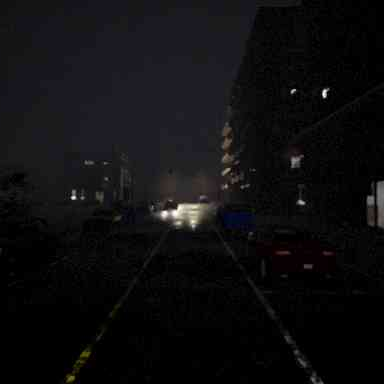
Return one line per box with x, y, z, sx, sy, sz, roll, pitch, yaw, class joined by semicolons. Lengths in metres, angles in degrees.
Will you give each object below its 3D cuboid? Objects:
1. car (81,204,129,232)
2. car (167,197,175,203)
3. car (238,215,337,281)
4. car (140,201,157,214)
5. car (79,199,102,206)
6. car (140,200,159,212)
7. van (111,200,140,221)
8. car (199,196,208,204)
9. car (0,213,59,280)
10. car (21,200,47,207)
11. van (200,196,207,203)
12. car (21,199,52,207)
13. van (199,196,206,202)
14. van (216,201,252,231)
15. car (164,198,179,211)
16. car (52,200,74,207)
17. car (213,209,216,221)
-5.614;1.699;21.265;1.887;1.381;4.507;1;0;0;car
-5.546;2.103;87.492;1.887;1.381;4.507;1;0;0;car
2.716;1.619;9.994;1.887;1.381;4.507;1;0;0;car
-5.587;1.707;38.203;1.967;1.590;4.097;1;0;0;car
-19.620;2.129;64.182;4.403;1.369;2.008;0;-1;1;car
-5.580;1.848;43.848;1.887;1.381;4.507;1;0;0;car
-5.603;1.533;26.912;1.690;1.788;3.998;1;0;0;van
2.818;2.047;76.355;2.008;1.369;4.403;1;0;0;car
-5.630;1.515;9.975;1.967;1.590;4.097;1;0;0;car
-30.581;2.214;64.348;4.206;1.307;1.802;0;-1;1;car
2.829;1.868;81.935;1.690;1.788;3.998;1;0;0;van
-26.292;1.870;55.647;4.097;1.590;1.967;0;-1;1;car
2.846;1.929;93.098;1.690;1.788;3.998;1;0;0;van
2.737;1.495;21.287;1.690;1.788;3.998;1;0;0;van
-2.928;1.927;47.316;1.895;1.301;4.718;0;0;0;car
-25.101;2.171;64.265;4.313;1.339;1.947;0;-1;1;car
2.742;1.758;26.931;1.947;1.339;4.313;1;0;0;car
